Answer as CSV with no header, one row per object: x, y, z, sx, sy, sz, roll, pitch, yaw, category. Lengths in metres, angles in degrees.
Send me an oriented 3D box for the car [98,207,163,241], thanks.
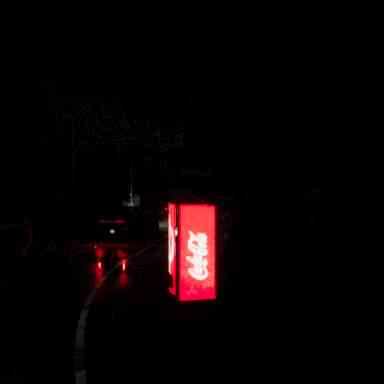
-3.042,1.500,16.836,2.128,1.511,4.902,0,0,10,car

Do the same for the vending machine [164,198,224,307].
0.012,1.196,7.001,1.100,2.100,0.880,0,0,-10,vending machine

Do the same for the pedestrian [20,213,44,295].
-3.549,1.298,7.287,0.375,1.860,0.375,0,0,-7,pedestrian
